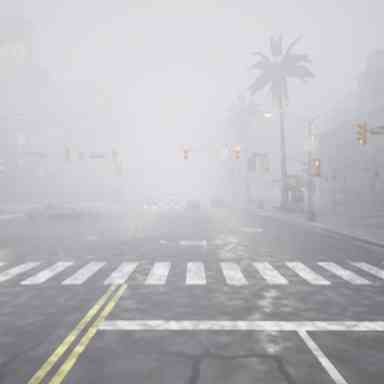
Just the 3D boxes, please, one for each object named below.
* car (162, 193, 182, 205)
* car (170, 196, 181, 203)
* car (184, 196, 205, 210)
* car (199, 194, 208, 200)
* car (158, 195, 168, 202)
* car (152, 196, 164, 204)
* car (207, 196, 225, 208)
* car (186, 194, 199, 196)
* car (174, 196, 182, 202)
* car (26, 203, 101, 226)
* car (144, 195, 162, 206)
[{"bbox_3d":[-3.389,1.229,57.822,2.150,2.045,5.566,0,0,1],"label":"car"},{"bbox_3d":[-3.342,1.534,68.254,1.812,1.442,4.674,0,0,0],"label":"car"},{"bbox_3d":[0.201,1.553,42.275,2.033,1.411,5.357,0,0,0],"label":"car"},{"bbox_3d":[3.517,1.561,86.905,1.994,1.385,4.181,0,0,-4],"label":"car"},{"bbox_3d":[-6.814,1.534,77.849,1.812,1.442,4.674,0,0,0],"label":"car"},{"bbox_3d":[-6.852,1.573,67.441,1.994,1.385,4.181,0,0,0],"label":"car"},{"bbox_3d":[3.717,1.484,48.981,1.882,1.535,5.008,0,0,0],"label":"car"},{"bbox_3d":[0.054,1.532,86.196,1.812,1.442,4.674,0,0,-4],"label":"car"},{"bbox_3d":[-3.311,1.606,79.076,1.895,1.301,4.718,0,0,0],"label":"car"},{"bbox_3d":[-8.872,1.494,23.235,4.902,1.511,2.128,0,0,-15],"label":"car"},{"bbox_3d":[-6.905,1.359,56.631,2.097,1.767,4.553,0,0,1],"label":"car"}]
